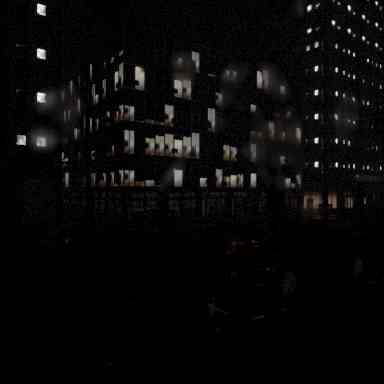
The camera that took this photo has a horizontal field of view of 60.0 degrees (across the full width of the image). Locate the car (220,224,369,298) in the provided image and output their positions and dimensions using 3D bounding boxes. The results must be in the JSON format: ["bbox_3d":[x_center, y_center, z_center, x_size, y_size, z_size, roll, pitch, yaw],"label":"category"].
[{"bbox_3d":[2.741,1.545,8.504,4.507,1.381,1.887,0,0,-35],"label":"car"}]
